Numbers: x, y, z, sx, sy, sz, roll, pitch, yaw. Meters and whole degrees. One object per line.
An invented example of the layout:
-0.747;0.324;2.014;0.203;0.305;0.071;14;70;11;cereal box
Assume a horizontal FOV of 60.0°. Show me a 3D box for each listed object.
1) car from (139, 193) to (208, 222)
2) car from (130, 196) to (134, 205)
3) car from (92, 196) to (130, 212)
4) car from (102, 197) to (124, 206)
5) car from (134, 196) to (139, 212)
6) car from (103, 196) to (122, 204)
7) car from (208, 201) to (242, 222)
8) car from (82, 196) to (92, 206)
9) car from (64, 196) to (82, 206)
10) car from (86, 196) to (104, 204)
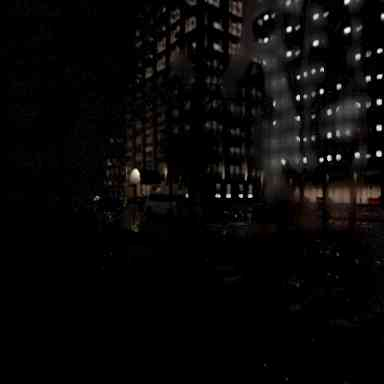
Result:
-1.514;1.065;24.382;2.150;2.045;5.566;1;0;-34;car
-9.051;1.402;53.369;1.837;1.490;4.892;1;0;-34;car
-8.644;1.327;35.045;1.837;1.490;4.892;1;0;-34;car
-12.598;1.463;52.838;1.895;1.301;4.718;1;0;-34;car
-3.709;1.218;33.513;2.097;1.767;4.553;1;-1;-34;car
-14.843;1.405;62.030;1.812;1.442;4.674;1;0;-34;car
1.779;1.403;25.299;1.812;1.442;4.674;1;0;-34;car
-16.125;1.392;52.199;1.994;1.385;4.181;1;0;-33;car
-18.430;1.321;49.792;1.812;1.442;4.674;1;0;-33;car
-17.545;1.411;60.223;1.994;1.385;4.181;1;0;-34;car
